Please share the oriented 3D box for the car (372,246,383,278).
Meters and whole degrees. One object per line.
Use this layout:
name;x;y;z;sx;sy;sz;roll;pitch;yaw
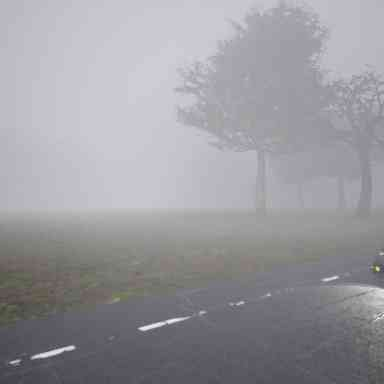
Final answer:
car;6.523;1.544;8.612;4.181;1.385;1.994;0;0;-35
